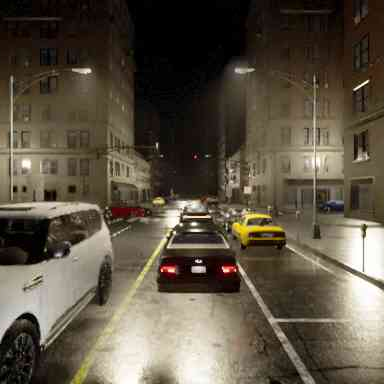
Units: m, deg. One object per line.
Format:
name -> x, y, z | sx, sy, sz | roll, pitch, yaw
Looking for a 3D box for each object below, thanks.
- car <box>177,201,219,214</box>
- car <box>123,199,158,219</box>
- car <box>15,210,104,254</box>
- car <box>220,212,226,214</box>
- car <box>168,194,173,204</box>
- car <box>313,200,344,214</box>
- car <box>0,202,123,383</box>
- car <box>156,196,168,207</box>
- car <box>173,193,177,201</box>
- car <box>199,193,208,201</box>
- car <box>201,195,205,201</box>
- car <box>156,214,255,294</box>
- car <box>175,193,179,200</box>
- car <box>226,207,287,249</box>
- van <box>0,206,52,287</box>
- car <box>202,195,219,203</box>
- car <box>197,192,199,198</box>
car -> 0.187, 1.486, 19.390 | 2.128, 1.511, 4.902 | 0, 0, -2
car -> -5.482, 1.566, 28.999 | 4.181, 1.385, 1.994 | -1, -1, 24
car -> -5.336, 1.547, 14.117 | 2.008, 1.369, 4.403 | 0, 0, 0
car -> 2.715, 1.545, 19.491 | 2.008, 1.369, 4.403 | 0, 0, 0
car -> -5.134, 1.546, 63.442 | 1.947, 1.339, 4.313 | 0, 0, 0
car -> 14.651, 1.465, 34.083 | 4.181, 1.385, 1.994 | 0, 0, 0
car -> -2.806, 1.220, 5.182 | 2.150, 2.045, 5.566 | 0, 0, 1
car -> -5.181, 1.511, 51.910 | 1.752, 1.417, 4.829 | 0, 0, 0
car -> -5.089, 1.525, 74.805 | 2.008, 1.369, 4.403 | 0, 0, 0
car -> 2.913, 1.418, 69.094 | 1.967, 1.590, 4.097 | 0, 0, 0
car -> 2.845, 1.567, 52.049 | 1.802, 1.307, 4.206 | 0, 0, 0
car -> 0.133, 1.545, 8.943 | 2.033, 1.411, 5.357 | 0, 0, 0
car -> -5.043, 1.409, 86.167 | 1.967, 1.590, 4.097 | 0, 0, 0
car -> 2.699, 1.521, 14.255 | 1.752, 1.417, 4.829 | 0, 0, 0
van -> -5.359, 1.339, 8.710 | 1.690, 1.788, 3.998 | 0, 0, 0
car -> 2.822, 1.538, 46.367 | 2.008, 1.369, 4.403 | 0, 0, 0
car -> 2.959, 1.286, 80.457 | 2.192, 1.841, 5.009 | 0, 0, 0
